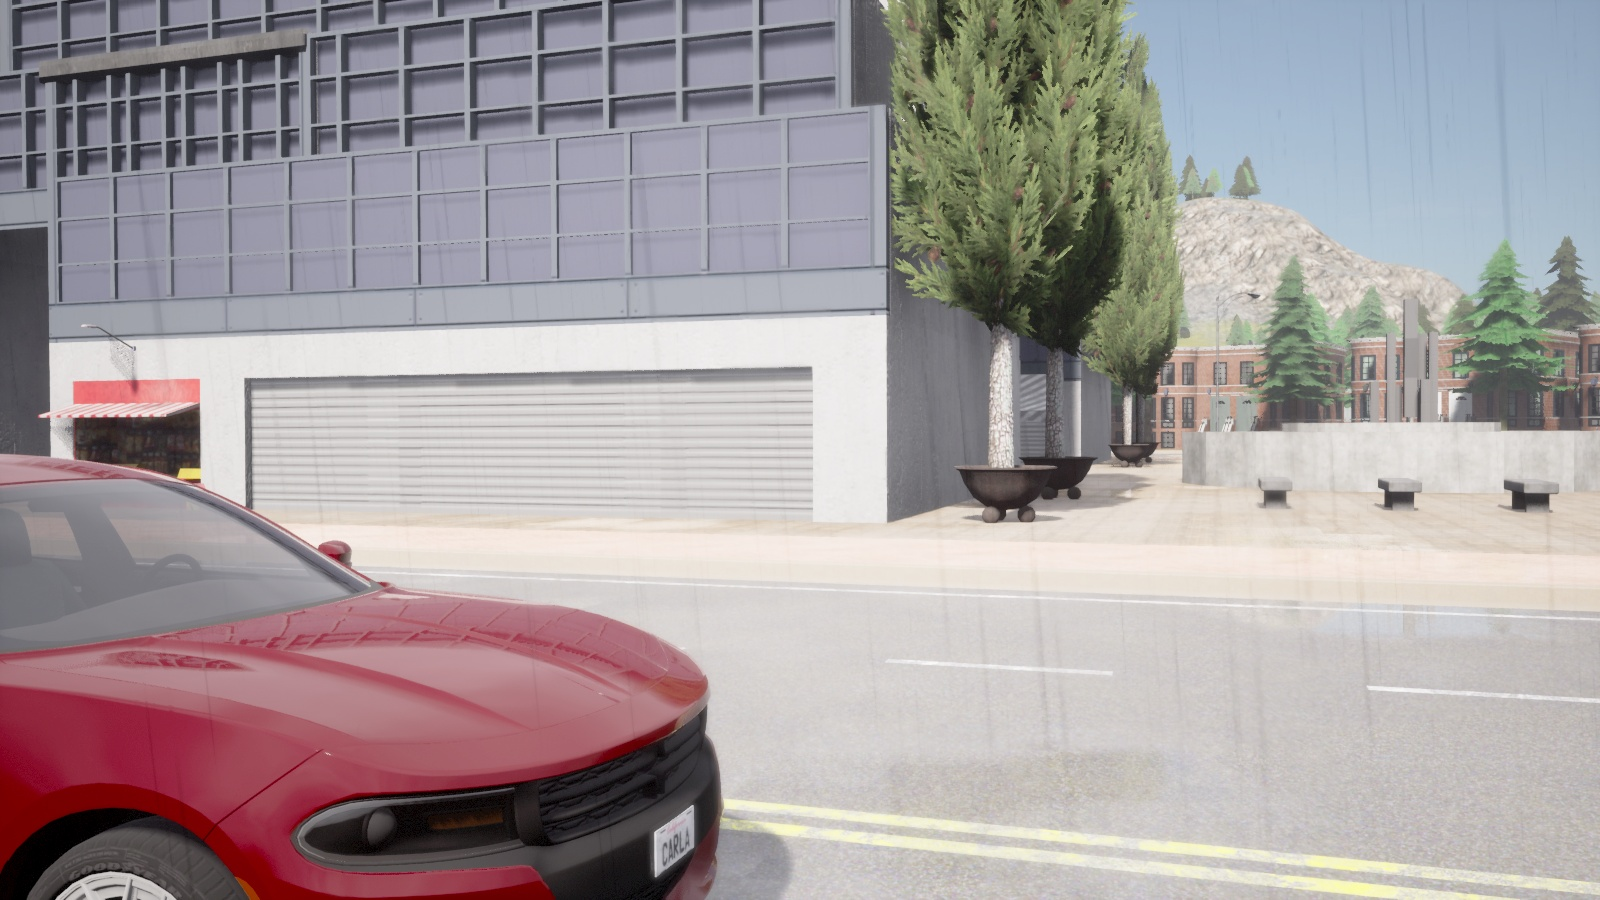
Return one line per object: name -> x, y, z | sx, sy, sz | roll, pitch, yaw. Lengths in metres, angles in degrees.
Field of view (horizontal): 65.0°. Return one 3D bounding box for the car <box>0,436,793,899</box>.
car -> -2.701, 0.729, 4.093 | 5.008, 1.535, 1.882 | 1, 1, 19
